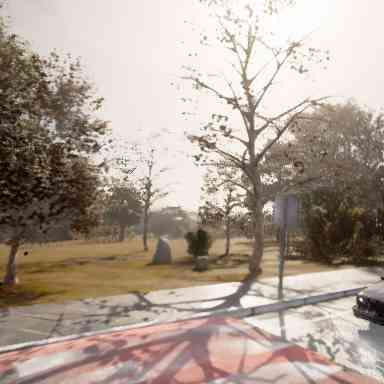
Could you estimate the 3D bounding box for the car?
[{"bbox_3d":[6.091,2.407,8.011,5.357,1.411,2.033,5,-3,-35],"label":"car"}]
